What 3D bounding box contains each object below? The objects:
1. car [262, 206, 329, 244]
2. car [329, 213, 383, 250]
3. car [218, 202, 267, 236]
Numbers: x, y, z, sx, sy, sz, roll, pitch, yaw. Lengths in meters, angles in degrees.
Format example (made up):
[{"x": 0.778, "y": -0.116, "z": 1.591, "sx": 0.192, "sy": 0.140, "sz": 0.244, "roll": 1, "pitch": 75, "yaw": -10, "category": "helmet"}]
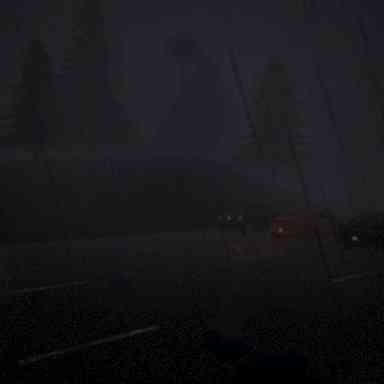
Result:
[{"x": 6.115, "y": 1.615, "z": 16.826, "sx": 5.008, "sy": 1.535, "sz": 1.882, "roll": 0, "pitch": 0, "yaw": -35, "category": "car"}, {"x": 8.153, "y": 1.615, "z": 13.980, "sx": 5.008, "sy": 1.535, "sz": 1.882, "roll": 0, "pitch": 0, "yaw": -35, "category": "car"}, {"x": 3.762, "y": 1.484, "z": 19.450, "sx": 4.553, "sy": 1.767, "sz": 2.097, "roll": 1, "pitch": -1, "yaw": -35, "category": "car"}]
